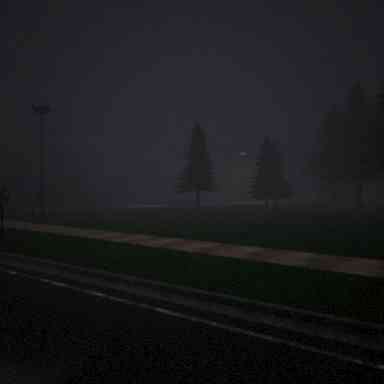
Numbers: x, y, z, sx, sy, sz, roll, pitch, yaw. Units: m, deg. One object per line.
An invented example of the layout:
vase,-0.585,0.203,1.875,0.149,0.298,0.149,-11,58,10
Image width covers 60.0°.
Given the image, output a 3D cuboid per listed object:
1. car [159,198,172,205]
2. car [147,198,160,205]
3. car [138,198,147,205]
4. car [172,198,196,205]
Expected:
car,-4.119,2.033,69.603,1.895,1.301,4.718,-1,0,35
car,-6.972,2.028,71.631,1.994,1.385,4.181,-1,0,35
car,-9.843,2.038,73.633,1.812,1.442,4.674,-1,0,35
car,-1.139,1.937,67.768,2.128,1.511,4.902,-1,0,35
